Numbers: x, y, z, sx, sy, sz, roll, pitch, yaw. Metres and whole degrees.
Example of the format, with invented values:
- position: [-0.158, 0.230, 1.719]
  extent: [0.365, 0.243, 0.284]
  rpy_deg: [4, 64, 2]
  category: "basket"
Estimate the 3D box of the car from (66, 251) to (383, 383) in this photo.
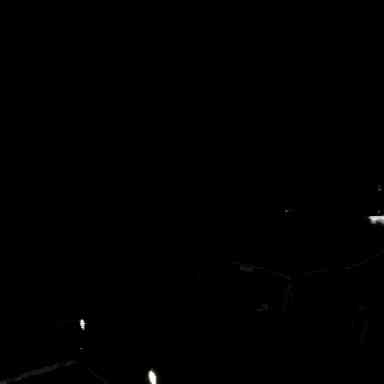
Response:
- position: [0.849, 1.612, 4.645]
  extent: [4.718, 1.301, 1.895]
  rpy_deg: [0, 0, -40]
  category: "car"

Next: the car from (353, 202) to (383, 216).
- position: [21.771, 2.111, 40.416]
  extent: [2.128, 1.511, 4.902]
  rpy_deg: [-3, -3, 10]
  category: "car"

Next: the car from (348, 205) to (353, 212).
- position: [26.381, 2.351, 52.239]
  extent: [1.837, 1.490, 4.892]
  rpy_deg: [-4, -3, -2]
  category: "car"
